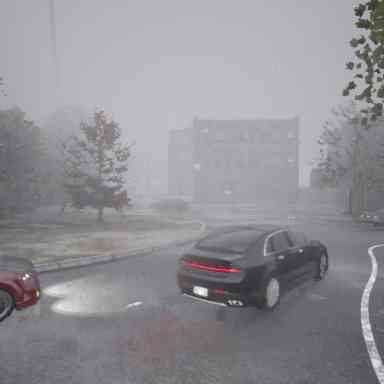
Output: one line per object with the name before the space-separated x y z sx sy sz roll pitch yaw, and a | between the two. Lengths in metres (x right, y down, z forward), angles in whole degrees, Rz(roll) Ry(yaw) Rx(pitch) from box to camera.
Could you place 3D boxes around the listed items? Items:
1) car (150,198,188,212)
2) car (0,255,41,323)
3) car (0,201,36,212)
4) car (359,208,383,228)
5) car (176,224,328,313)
car | -2.690 1.525 38.559 4.892 1.490 1.837 0 -1 35
car | -4.923 1.565 5.772 4.181 1.385 1.994 0 0 -31
car | -20.479 1.686 37.966 4.718 1.301 1.895 0 0 -16
car | 13.179 1.631 20.469 5.357 1.411 2.033 2 0 -7
car | 1.681 1.509 7.844 1.837 1.490 4.892 0 1 39
